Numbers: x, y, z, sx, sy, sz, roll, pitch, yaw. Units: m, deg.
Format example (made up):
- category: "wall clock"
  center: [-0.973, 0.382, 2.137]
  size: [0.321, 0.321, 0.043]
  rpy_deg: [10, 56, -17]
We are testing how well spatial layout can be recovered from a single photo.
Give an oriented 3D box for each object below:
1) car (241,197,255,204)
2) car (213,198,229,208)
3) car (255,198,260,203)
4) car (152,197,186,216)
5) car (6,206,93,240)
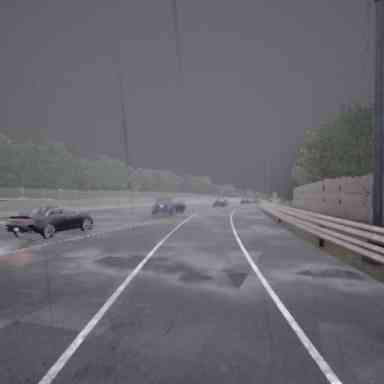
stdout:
- category: "car"
  center: [12.909, 1.995, 78.909]
  size: [2.097, 1.767, 4.553]
  rpy_deg: [0, -1, 18]
- category: "car"
  center: [4.705, 1.741, 53.365]
  size: [1.812, 1.442, 4.674]
  rpy_deg: [0, -1, 18]
- category: "car"
  center: [16.772, 2.391, 90.933]
  size: [1.994, 1.385, 4.181]
  rpy_deg: [0, -1, 18]
- category: "car"
  center: [-2.118, 1.294, 32.154]
  size: [2.097, 1.767, 4.553]
  rpy_deg: [0, 0, 18]
- category: "car"
  center: [-6.995, 1.443, 16.949]
  size: [2.128, 1.511, 4.902]
  rpy_deg: [0, 0, 18]
